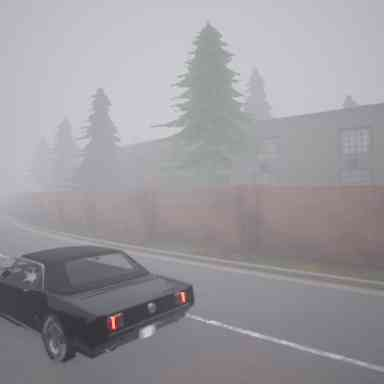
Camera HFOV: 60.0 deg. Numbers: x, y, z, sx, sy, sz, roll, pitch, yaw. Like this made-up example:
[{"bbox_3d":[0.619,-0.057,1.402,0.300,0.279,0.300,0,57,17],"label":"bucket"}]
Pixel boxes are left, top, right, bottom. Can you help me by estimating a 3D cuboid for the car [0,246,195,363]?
[{"bbox_3d":[-2.322,1.657,6.002,4.718,1.301,1.895,-1,-1,39],"label":"car"}]
